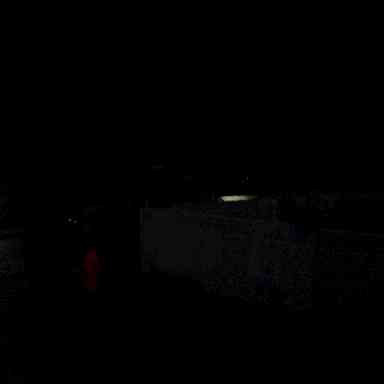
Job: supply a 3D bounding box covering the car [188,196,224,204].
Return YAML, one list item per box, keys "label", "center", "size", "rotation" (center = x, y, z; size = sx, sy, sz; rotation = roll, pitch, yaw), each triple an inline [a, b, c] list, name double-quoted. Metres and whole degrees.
- label: "car"
  center: [0.964, 1.092, 26.241]
  size: [2.097, 1.767, 4.553]
  rotation: [-2, -1, 34]

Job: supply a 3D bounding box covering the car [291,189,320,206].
- label: "car"
  center: [13.065, 0.672, 37.769]
  size: [2.150, 2.045, 5.566]
  rotation: [-2, -1, 36]

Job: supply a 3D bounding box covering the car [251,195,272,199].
- label: "car"
  center: [7.146, 1.092, 34.649]
  size: [1.882, 1.535, 5.008]
  rotation: [-2, -1, 37]

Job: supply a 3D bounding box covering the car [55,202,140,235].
- label: "car"
  center: [-4.956, 1.341, 18.161]
  size: [1.882, 1.535, 5.008]
  rotation: [-2, -1, 36]
